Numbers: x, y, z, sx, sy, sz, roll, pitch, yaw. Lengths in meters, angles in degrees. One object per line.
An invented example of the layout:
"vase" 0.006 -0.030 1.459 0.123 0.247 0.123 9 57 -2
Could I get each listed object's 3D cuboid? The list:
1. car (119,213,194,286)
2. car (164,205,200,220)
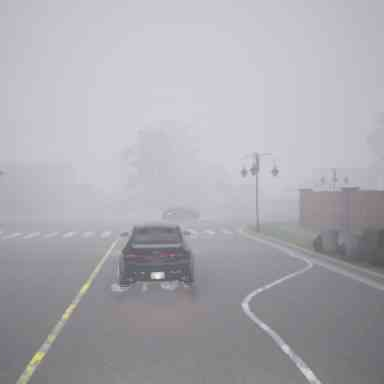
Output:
"car" -1.055 1.622 9.829 1.837 1.490 4.892 0 0 -7
"car" -0.897 1.928 30.758 1.994 1.385 4.181 0 -1 31
